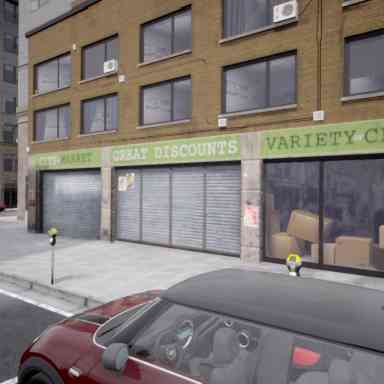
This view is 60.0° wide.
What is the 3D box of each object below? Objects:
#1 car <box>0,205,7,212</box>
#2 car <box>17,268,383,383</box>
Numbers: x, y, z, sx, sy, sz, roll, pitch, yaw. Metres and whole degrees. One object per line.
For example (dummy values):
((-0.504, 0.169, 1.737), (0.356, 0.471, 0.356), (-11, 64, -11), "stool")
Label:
((-19.405, 1.458, 29.761), (1.895, 1.301, 4.718), (1, 1, 34), "car")
((0.261, 1.440, 2.879), (4.097, 1.590, 1.967), (0, 1, 35), "car")
